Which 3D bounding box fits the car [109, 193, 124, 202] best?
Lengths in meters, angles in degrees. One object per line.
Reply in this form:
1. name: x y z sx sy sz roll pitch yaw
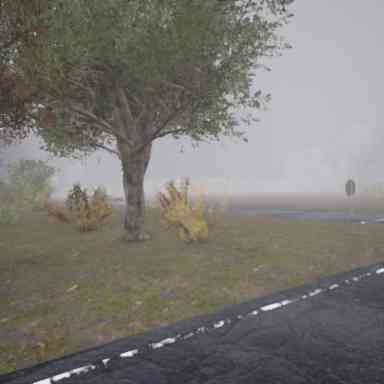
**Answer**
1. car: -12.440 0.928 51.936 2.033 1.411 5.357 -2 1 -34
